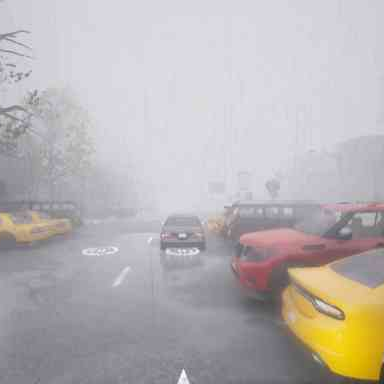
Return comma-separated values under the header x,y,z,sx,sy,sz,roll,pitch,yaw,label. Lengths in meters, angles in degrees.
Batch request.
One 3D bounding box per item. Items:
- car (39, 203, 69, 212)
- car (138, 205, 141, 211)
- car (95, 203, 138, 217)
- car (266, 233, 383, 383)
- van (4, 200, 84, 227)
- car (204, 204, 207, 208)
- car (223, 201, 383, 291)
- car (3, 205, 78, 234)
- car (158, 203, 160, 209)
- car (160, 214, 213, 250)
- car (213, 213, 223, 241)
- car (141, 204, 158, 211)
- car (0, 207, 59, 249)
x,y,z,sx,sy,sz,roll,pitch,yaw,label
-22.858,2.567,55.201,4.181,1.385,1.994,1,1,-2,car
-9.518,2.238,43.806,4.553,1.767,2.185,0,-2,-1,car
-9.392,2.294,40.634,4.674,1.452,2.002,0,-2,-1,car
3.794,1.490,4.466,5.008,1.535,2.097,0,0,-2,car
-8.772,1.447,19.862,4.442,1.987,1.878,0,-1,-1,van
3.577,1.658,19.527,5.366,1.575,1.946,0,-1,-1,car
3.682,1.253,7.383,5.566,2.045,2.435,0,-1,-2,car
-9.002,1.621,17.058,5.366,1.575,1.946,0,-1,-1,car
-9.948,3.326,71.394,4.892,1.521,2.231,0,-2,-1,car
-0.410,1.670,14.697,2.033,1.411,5.357,0,-1,-1,car
3.436,1.484,16.607,4.553,1.767,2.185,0,-1,-1,car
-9.896,3.251,68.119,4.674,1.452,2.002,0,-2,-1,car
-8.934,1.580,14.398,5.366,1.575,1.946,0,-1,-1,car
